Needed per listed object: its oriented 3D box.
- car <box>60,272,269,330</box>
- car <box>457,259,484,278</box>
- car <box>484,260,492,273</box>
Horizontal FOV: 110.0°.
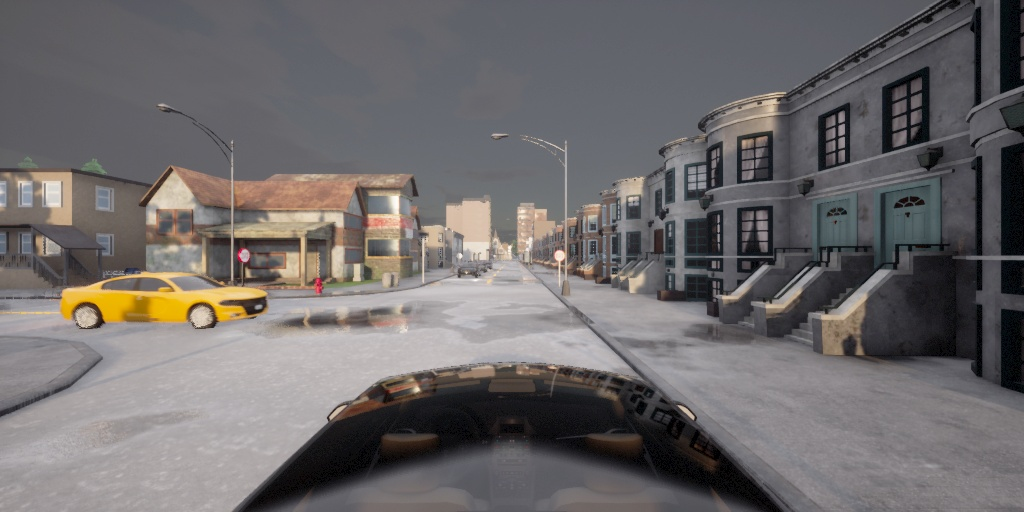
[{"bbox_3d":[-9.954,1.228,10.527,5.008,1.535,1.882,0,0,-1],"label":"car"},{"bbox_3d":[-4.015,1.255,34.195,1.837,1.490,4.892,0,0,0],"label":"car"},{"bbox_3d":[-3.980,1.242,43.570,2.128,1.511,4.902,0,0,0],"label":"car"}]
